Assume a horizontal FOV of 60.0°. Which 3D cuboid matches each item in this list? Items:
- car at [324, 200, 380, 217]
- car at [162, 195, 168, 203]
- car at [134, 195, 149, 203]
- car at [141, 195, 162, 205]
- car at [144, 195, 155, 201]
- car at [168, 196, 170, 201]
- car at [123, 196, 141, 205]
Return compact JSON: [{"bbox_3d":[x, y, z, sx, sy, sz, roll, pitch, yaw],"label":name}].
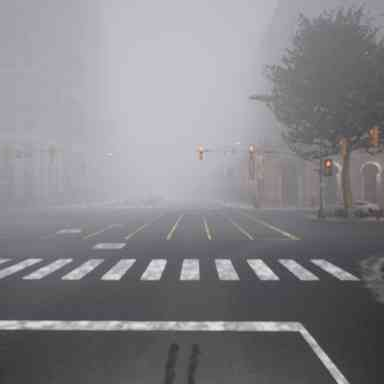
[{"bbox_3d":[14.124,1.462,29.539,4.674,1.442,1.812,0,0,1],"label":"car"},{"bbox_3d":[-6.473,1.356,63.710,2.128,1.511,4.902,0,0,2],"label":"car"},{"bbox_3d":[-9.917,1.408,65.709,2.033,1.411,5.357,0,0,2],"label":"car"},{"bbox_3d":[-6.584,1.236,54.458,2.097,1.767,4.553,0,0,1],"label":"car"},{"bbox_3d":[-9.709,1.363,76.085,1.812,1.442,4.674,0,0,1],"label":"car"},{"bbox_3d":[-6.228,1.365,75.072,1.812,1.442,4.674,0,0,1],"label":"car"},{"bbox_3d":[-10.066,1.484,55.152,1.895,1.301,4.718,0,0,1],"label":"car"}]
